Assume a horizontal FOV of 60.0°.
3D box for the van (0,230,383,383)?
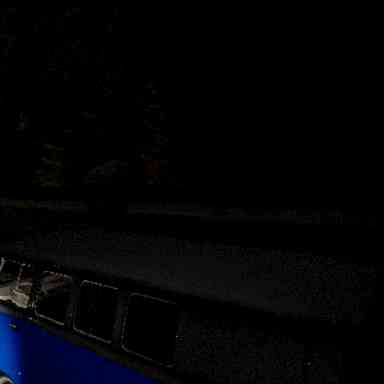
[{"bbox_3d":[-0.337,1.332,2.958,3.998,1.788,1.690,0,0,35],"label":"van"}]
